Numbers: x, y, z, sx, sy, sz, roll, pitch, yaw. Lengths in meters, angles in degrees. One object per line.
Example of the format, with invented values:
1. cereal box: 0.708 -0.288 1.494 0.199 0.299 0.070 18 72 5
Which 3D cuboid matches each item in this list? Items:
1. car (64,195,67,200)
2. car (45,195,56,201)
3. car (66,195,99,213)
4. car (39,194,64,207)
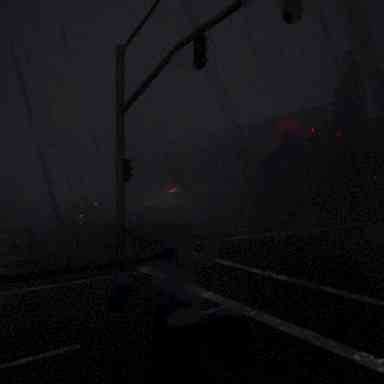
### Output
1. car: -33.368 1.470 87.438 1.837 1.490 4.892 0 0 -34
2. car: -36.507 1.527 85.835 1.994 1.385 4.181 0 0 -34
3. car: -11.781 1.338 36.204 2.097 1.767 4.553 0 0 -34
4. car: -22.112 1.303 51.786 2.150 2.045 5.566 0 0 -34
